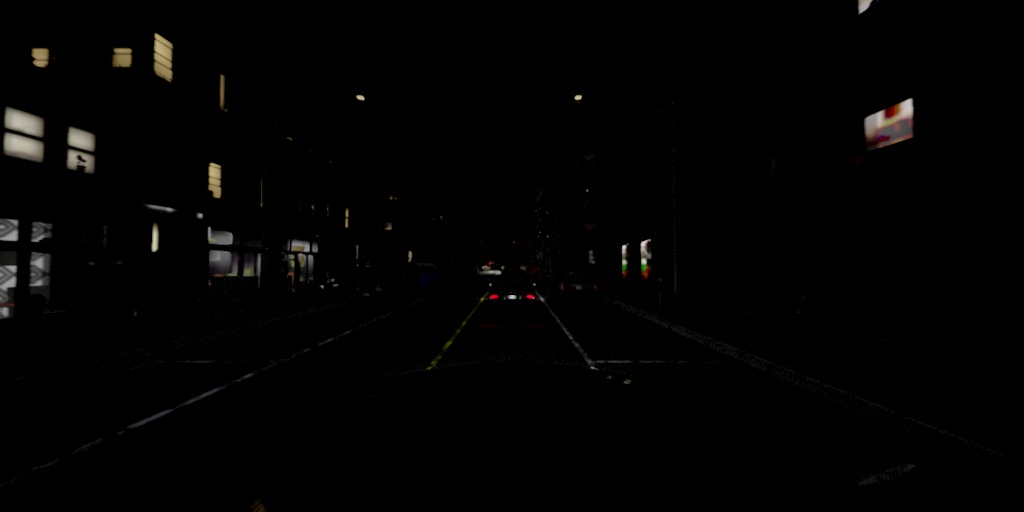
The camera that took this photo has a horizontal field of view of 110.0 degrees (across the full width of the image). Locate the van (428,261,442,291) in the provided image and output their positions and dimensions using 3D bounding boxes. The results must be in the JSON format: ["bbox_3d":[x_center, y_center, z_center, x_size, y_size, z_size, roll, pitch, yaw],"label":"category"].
[{"bbox_3d":[-5.675,1.312,21.895,1.690,1.789,3.998,0,0,0],"label":"van"}]

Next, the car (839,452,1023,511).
[{"bbox_3d":[2.691,1.174,0.255,1.967,1.591,4.097,0,0,0],"label":"car"}]

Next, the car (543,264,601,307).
[{"bbox_3d":[2.702,1.351,16.476,1.967,1.591,4.097,0,0,0],"label":"car"}]

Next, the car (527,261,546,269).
[{"bbox_3d":[2.717,1.460,38.103,2.192,1.841,5.009,0,0,0],"label":"car"}]

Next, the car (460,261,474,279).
[{"bbox_3d":[-5.664,1.461,38.116,2.192,1.841,5.009,0,0,0],"label":"car"}]

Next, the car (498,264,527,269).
[{"bbox_3d":[0.037,1.569,30.343,1.837,1.490,4.892,0,0,0],"label":"car"}]

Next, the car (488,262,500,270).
[{"bbox_3d":[-2.974,1.933,65.410,2.128,1.511,4.902,0,-1,0],"label":"car"}]

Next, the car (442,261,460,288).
[{"bbox_3d":[-5.671,1.344,27.302,2.192,1.841,5.009,0,0,0],"label":"car"}]

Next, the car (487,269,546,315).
[{"bbox_3d":[0.016,1.436,14.376,2.033,1.411,5.357,0,-1,0],"label":"car"}]

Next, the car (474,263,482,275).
[{"bbox_3d":[-5.656,1.702,48.930,1.967,1.591,4.097,0,0,0],"label":"car"}]

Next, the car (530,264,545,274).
[{"bbox_3d":[2.710,1.579,27.289,2.007,1.370,4.403,0,0,0],"label":"car"}]

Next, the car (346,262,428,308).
[{"bbox_3d":[-5.679,1.227,16.489,2.192,1.841,5.009,0,0,0],"label":"car"}]

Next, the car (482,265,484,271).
[{"bbox_3d":[-5.649,1.929,59.744,2.007,1.370,4.403,0,0,0],"label":"car"}]
